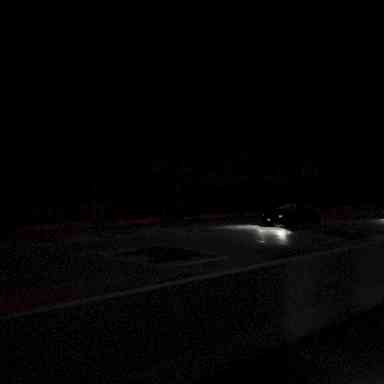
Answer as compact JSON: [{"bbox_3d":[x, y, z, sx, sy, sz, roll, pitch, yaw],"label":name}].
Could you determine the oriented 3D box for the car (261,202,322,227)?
[{"bbox_3d":[6.558,1.399,21.569,4.674,1.442,1.812,0,0,-35],"label":"car"}]
